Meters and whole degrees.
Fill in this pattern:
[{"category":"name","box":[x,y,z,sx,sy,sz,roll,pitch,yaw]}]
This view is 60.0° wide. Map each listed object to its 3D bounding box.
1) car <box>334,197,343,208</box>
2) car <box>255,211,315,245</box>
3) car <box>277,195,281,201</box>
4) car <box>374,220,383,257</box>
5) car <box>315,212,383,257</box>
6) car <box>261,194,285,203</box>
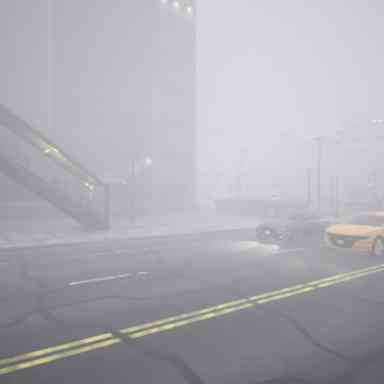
[{"category":"car","box":[20.569,1.491,49.881,4.553,1.767,2.185,0,0,-36]},{"category":"car","box":[5.021,1.634,16.060,4.181,1.385,1.994,0,0,-35]},{"category":"car","box":[16.091,1.642,56.020,4.193,1.474,1.816,0,0,-36]},{"category":"car","box":[7.273,1.549,8.938,4.902,1.511,2.128,0,0,-36]},{"category":"car","box":[7.391,1.554,13.447,5.008,1.535,1.882,1,0,-35]},{"category":"car","box":[19.464,1.550,79.809,5.566,2.045,2.435,0,0,-36]}]
